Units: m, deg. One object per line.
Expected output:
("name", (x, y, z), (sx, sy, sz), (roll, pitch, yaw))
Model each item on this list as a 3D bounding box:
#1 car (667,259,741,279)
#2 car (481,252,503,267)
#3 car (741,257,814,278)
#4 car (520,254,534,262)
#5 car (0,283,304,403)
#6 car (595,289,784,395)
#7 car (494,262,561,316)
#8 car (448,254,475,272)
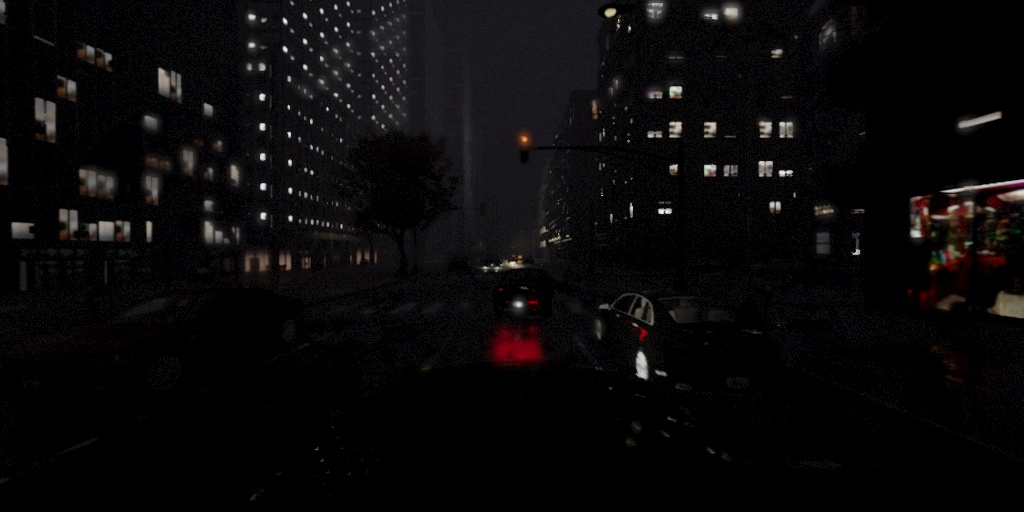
("car", (13.498, 0.859, 25.851), (4.403, 1.370, 2.007), (0, 0, 0))
("car", (-2.943, 0.496, 52.749), (2.150, 2.045, 5.566), (0, 1, 0))
("car", (18.896, 0.757, 25.891), (4.829, 1.417, 1.751), (0, 0, 0))
("car", (2.848, 0.769, 60.943), (1.948, 1.339, 4.313), (0, 0, 0))
("car", (-5.680, 1.247, 6.490), (1.888, 1.381, 4.507), (0, 0, 0))
("car", (2.700, 1.254, 6.467), (2.007, 1.370, 4.403), (0, 0, 0))
("car", (0.622, 1.147, 12.869), (1.837, 1.490, 4.892), (0, 1, 10))
("car", (-5.593, 0.714, 38.876), (2.192, 1.841, 5.009), (0, 0, 0))
